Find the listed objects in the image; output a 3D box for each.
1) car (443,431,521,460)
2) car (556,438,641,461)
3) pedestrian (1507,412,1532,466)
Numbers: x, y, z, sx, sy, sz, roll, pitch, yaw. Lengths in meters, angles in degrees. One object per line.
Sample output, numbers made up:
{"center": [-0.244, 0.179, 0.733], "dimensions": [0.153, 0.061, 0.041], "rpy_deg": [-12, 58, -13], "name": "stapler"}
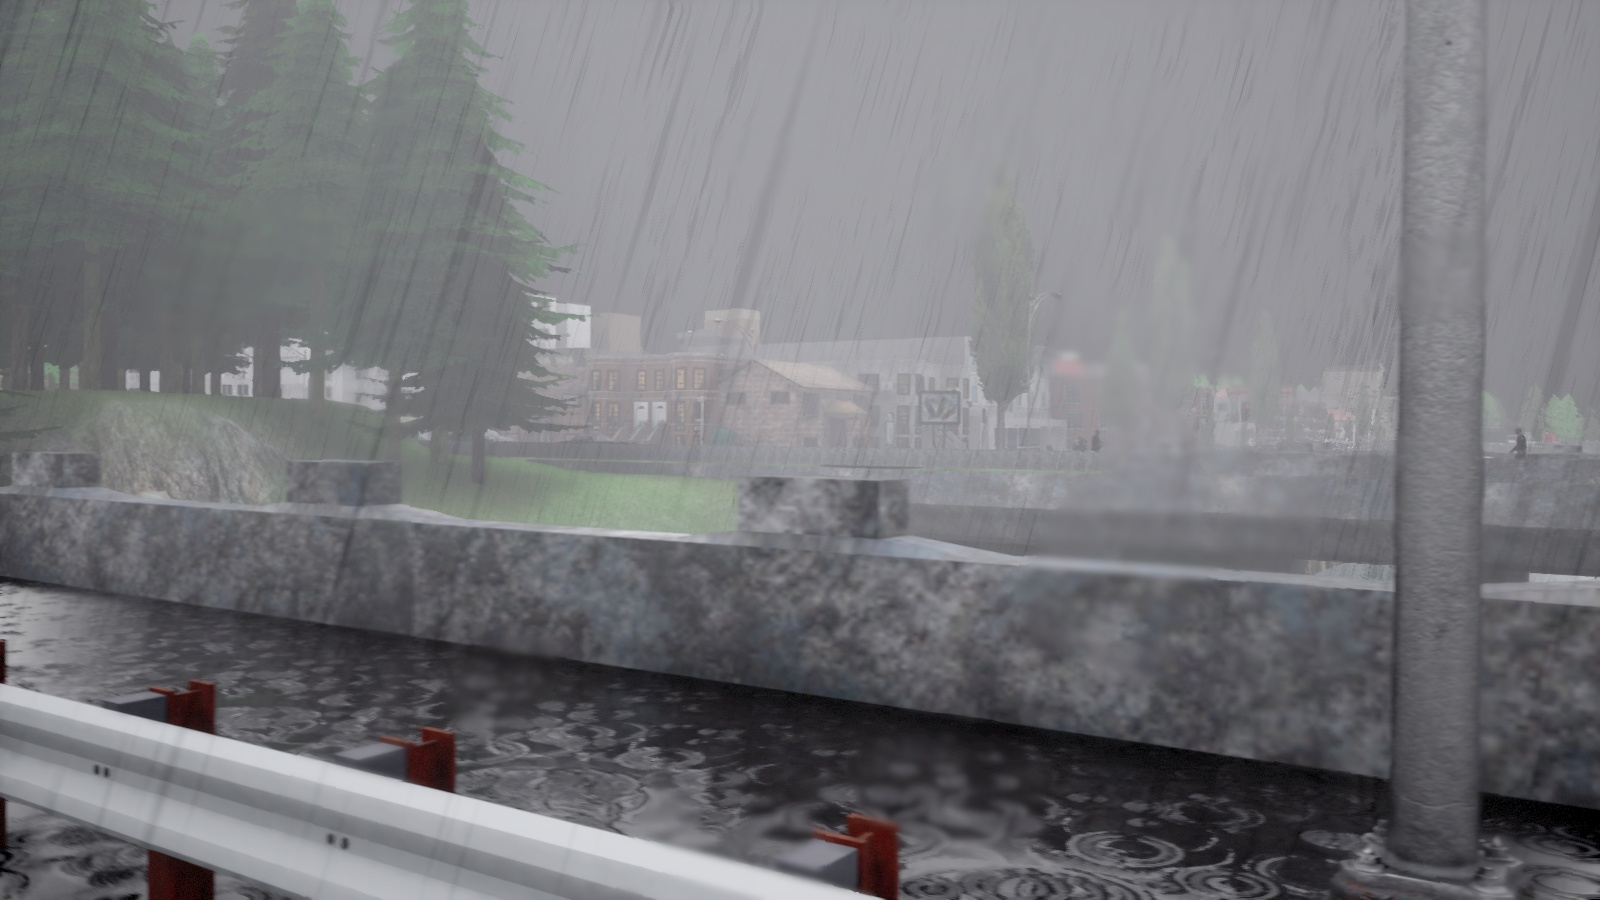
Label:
{"center": [-19.435, -0.280, 76.637], "dimensions": [4.553, 1.767, 2.097], "rpy_deg": [0, 1, 34], "name": "car"}
{"center": [-11.489, -0.038, 71.351], "dimensions": [4.718, 1.301, 1.895], "rpy_deg": [0, 1, 34], "name": "car"}
{"center": [24.658, -0.369, 43.023], "dimensions": [0.720, 1.854, 0.376], "rpy_deg": [0, 1, 34], "name": "pedestrian"}
